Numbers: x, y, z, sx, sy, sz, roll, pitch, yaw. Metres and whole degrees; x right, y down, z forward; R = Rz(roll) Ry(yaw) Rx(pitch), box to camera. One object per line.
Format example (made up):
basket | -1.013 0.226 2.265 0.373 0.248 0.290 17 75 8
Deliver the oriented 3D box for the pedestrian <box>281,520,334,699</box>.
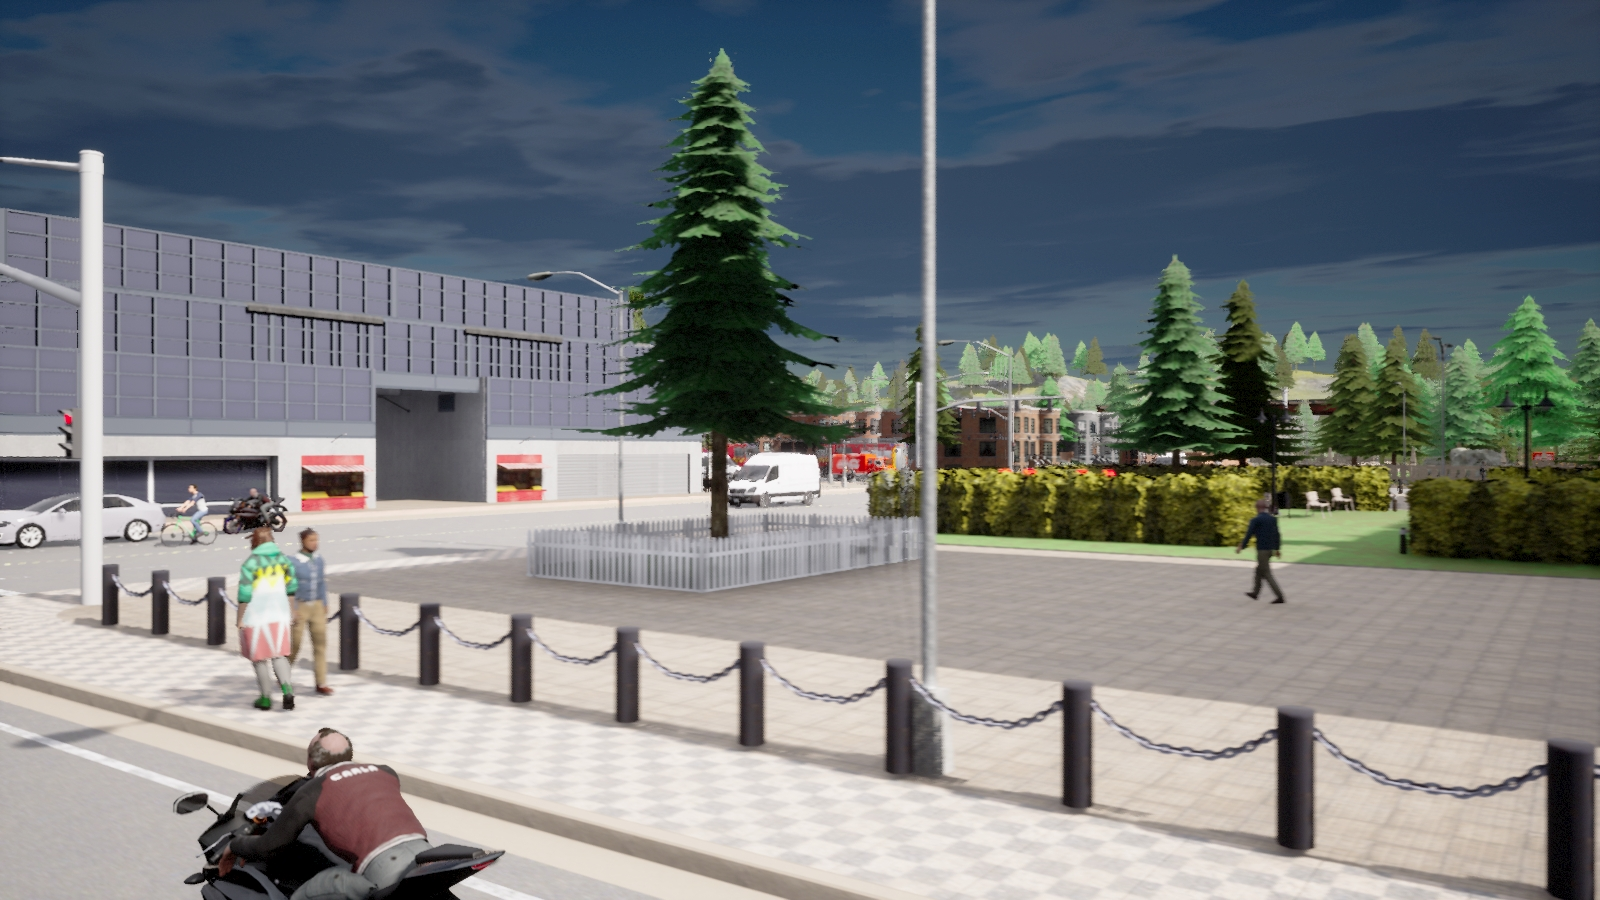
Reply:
pedestrian | -5.301 1.698 12.297 0.375 1.860 0.375 0 0 34

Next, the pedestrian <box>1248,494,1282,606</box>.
pedestrian | 7.889 1.679 19.372 0.375 1.860 0.375 0 0 -20

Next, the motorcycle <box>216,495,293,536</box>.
motorcycle | -18.370 2.202 38.511 0.867 1.251 2.209 0 0 35

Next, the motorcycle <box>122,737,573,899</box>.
motorcycle | -2.149 2.204 5.287 2.209 1.251 0.867 0 0 35

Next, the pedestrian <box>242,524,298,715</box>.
pedestrian | -5.375 1.696 11.585 0.375 1.860 0.375 0 0 35

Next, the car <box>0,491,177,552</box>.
car | -21.571 2.058 33.949 2.231 1.480 4.892 0 0 35

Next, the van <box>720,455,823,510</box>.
van | -1.338 1.531 56.609 1.988 2.561 5.915 0 0 35
